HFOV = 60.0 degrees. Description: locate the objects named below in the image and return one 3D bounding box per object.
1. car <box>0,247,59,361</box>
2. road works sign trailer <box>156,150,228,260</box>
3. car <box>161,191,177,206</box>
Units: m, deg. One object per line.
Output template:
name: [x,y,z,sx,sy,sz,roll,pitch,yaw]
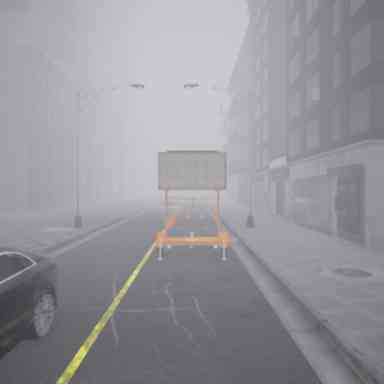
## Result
car: [-3.098,1.448,3.569,2.128,1.511,4.902,0,1,0]
road works sign trailer: [0.012,0.326,11.768,2.380,3.560,2.880,0,1,0]
car: [-3.033,1.033,45.023,1.812,1.442,4.674,0,1,0]
